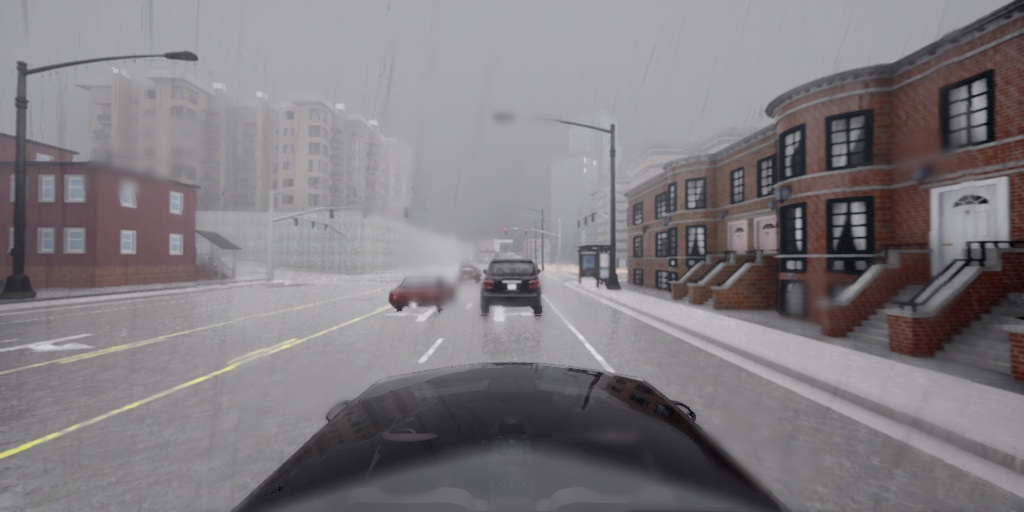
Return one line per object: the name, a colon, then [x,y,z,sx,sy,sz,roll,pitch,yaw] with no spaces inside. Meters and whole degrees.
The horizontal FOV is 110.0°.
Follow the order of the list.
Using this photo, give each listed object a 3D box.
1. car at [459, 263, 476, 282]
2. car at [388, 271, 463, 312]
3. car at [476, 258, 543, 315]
car: [-3.577,1.596,30.690,1.812,1.442,4.674,0,0,-2]
car: [-3.486,1.499,15.068,1.895,1.301,4.718,0,-1,0]
car: [0.008,1.115,14.379,2.150,2.045,5.566,0,0,0]
